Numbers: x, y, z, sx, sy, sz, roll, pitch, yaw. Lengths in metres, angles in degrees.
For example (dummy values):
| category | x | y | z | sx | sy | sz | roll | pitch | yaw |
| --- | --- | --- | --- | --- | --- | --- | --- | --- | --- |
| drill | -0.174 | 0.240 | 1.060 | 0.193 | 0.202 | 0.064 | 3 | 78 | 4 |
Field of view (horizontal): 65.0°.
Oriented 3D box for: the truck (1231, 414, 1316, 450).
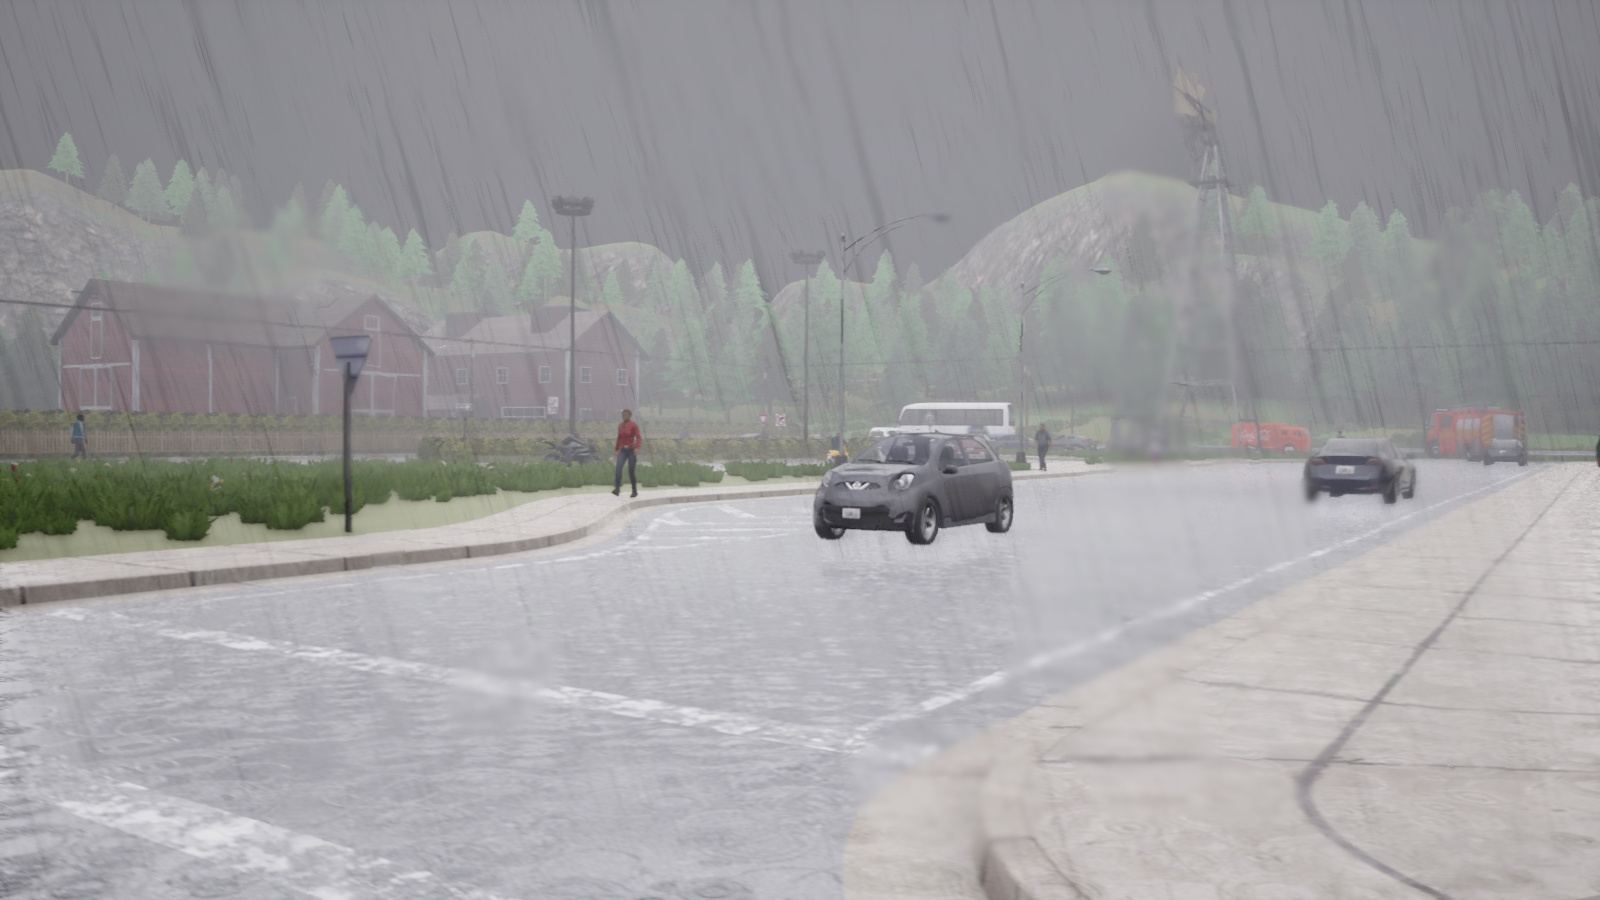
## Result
| category | x | y | z | sx | sy | sz | roll | pitch | yaw |
| --- | --- | --- | --- | --- | --- | --- | --- | --- | --- |
| truck | 33.836 | -1.255 | 89.798 | 5.204 | 2.467 | 2.627 | 0 | 1 | 34 |

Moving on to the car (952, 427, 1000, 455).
| category | x | y | z | sx | sy | sz | roll | pitch | yaw |
| --- | --- | --- | --- | --- | --- | --- | --- | --- | --- |
| car | 10.576 | -0.563 | 75.263 | 2.152 | 1.651 | 5.027 | 0 | 1 | 16 |

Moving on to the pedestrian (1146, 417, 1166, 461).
| category | x | y | z | sx | sy | sz | roll | pitch | yaw |
| --- | --- | --- | --- | --- | --- | --- | --- | --- | --- |
| pedestrian | 15.925 | -0.497 | 56.133 | 0.659 | 1.952 | 0.873 | 0 | 1 | 30 |

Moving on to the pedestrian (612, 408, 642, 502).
| category | x | y | z | sx | sy | sz | roll | pitch | yaw |
| --- | --- | --- | --- | --- | --- | --- | --- | --- | --- |
| pedestrian | -3.446 | 0.102 | 25.029 | 0.331 | 1.846 | 0.636 | 0 | 1 | 17 |

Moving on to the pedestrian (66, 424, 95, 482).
| category | x | y | z | sx | sy | sz | roll | pitch | yaw |
| --- | --- | --- | --- | --- | --- | --- | --- | --- | --- |
| pedestrian | -24.036 | 0.098 | 41.965 | 0.396 | 1.930 | 0.692 | 0 | 1 | 33 |

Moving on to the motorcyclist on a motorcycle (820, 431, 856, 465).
| category | x | y | z | sx | sy | sz | roll | pitch | yaw |
| --- | --- | --- | --- | --- | --- | --- | --- | --- | --- |
| motorcyclist on a motorcycle | 1.832 | -0.099 | 59.725 | 0.866 | 1.590 | 1.817 | 0 | 1 | 33 |

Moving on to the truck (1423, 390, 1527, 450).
| category | x | y | z | sx | sy | sz | roll | pitch | yaw |
| --- | --- | --- | --- | --- | --- | --- | --- | --- | --- |
| truck | 45.371 | -1.989 | 84.741 | 2.891 | 3.827 | 8.468 | 0 | 1 | 4 |

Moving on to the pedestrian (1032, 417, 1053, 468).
| category | x | y | z | sx | sy | sz | roll | pitch | yaw |
| --- | --- | --- | --- | --- | --- | --- | --- | --- | --- |
| pedestrian | 8.875 | -0.293 | 45.940 | 0.540 | 1.848 | 0.694 | 0 | 1 | 31 |

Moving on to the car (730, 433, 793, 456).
| category | x | y | z | sx | sy | sz | roll | pitch | yaw |
| --- | --- | --- | --- | --- | --- | --- | --- | --- | --- |
| car | -2.552 | -0.377 | 84.475 | 2.007 | 1.525 | 4.514 | 0 | 1 | 33 |

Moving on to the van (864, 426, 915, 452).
| category | x | y | z | sx | sy | sz | roll | pitch | yaw |
| --- | --- | --- | --- | --- | --- | --- | --- | --- | --- |
| van | 7.124 | -0.888 | 99.131 | 2.069 | 2.038 | 4.480 | 0 | 1 | 33 |

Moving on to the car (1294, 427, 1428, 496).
| category | x | y | z | sx | sy | sz | roll | pitch | yaw |
| --- | --- | --- | --- | --- | --- | --- | --- | --- | --- |
| car | 13.270 | 0.216 | 29.545 | 2.163 | 1.488 | 4.792 | 0 | 1 | 33 |

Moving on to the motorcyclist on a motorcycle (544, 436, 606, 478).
| category | x | y | z | sx | sy | sz | roll | pitch | yaw |
| --- | --- | --- | --- | --- | --- | --- | --- | --- | --- |
| motorcyclist on a motorcycle | -8.486 | 0.247 | 47.391 | 2.191 | 1.530 | 0.866 | -1 | 0 | -17 |

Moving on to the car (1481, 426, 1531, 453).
| category | x | y | z | sx | sy | sz | roll | pitch | yaw |
| --- | --- | --- | --- | --- | --- | --- | --- | --- | --- |
| car | 39.999 | -0.593 | 71.097 | 2.163 | 1.488 | 4.792 | 0 | 1 | 33 |

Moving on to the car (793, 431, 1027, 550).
| category | x | y | z | sx | sy | sz | roll | pitch | yaw |
| --- | --- | --- | --- | --- | --- | --- | --- | --- | --- |
| car | 1.674 | 0.497 | 17.986 | 1.845 | 1.501 | 3.633 | 0 | 1 | 33 |
